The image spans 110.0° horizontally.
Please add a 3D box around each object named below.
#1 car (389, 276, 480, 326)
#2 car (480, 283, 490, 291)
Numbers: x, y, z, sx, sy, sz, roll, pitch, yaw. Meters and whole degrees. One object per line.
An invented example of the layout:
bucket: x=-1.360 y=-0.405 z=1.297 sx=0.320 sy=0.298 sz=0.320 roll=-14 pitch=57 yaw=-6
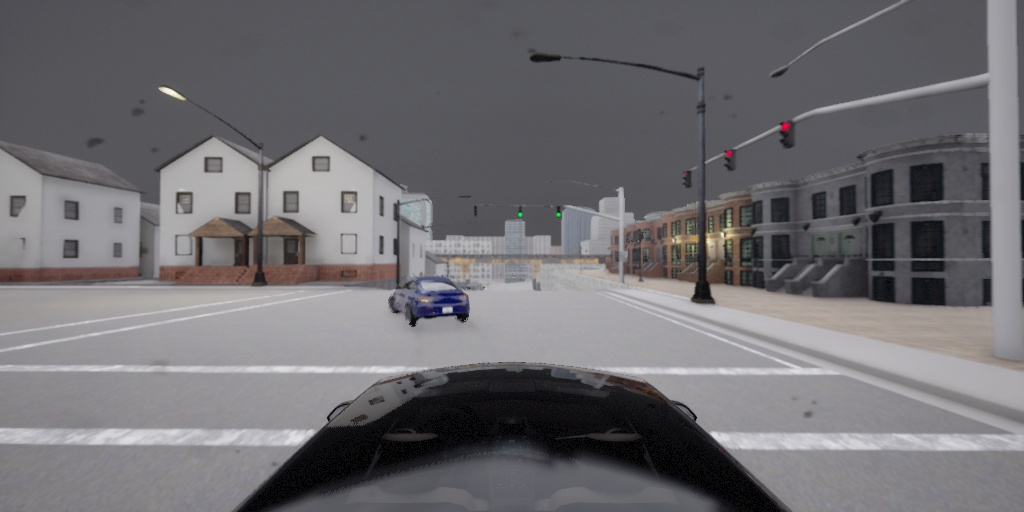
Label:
car: x=-2.932 y=1.423 z=12.408 sx=1.812 sy=1.442 sz=4.674 roll=1 pitch=-1 yaw=-28
car: x=-3.605 y=3.379 z=34.487 sx=2.097 sy=1.767 sz=4.553 roll=-1 pitch=-14 yaw=0
